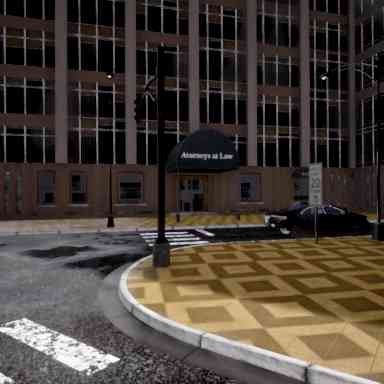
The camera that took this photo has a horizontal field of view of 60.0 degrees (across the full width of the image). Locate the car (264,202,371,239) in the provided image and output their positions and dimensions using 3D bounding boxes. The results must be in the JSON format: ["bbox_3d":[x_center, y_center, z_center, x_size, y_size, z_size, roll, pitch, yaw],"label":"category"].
[{"bbox_3d":[6.087,1.309,15.887,4.902,1.511,2.128,0,0,-14],"label":"car"}]

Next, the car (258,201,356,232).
[{"bbox_3d":[6.484,1.314,18.922,4.902,1.511,2.128,0,0,-14],"label":"car"}]
